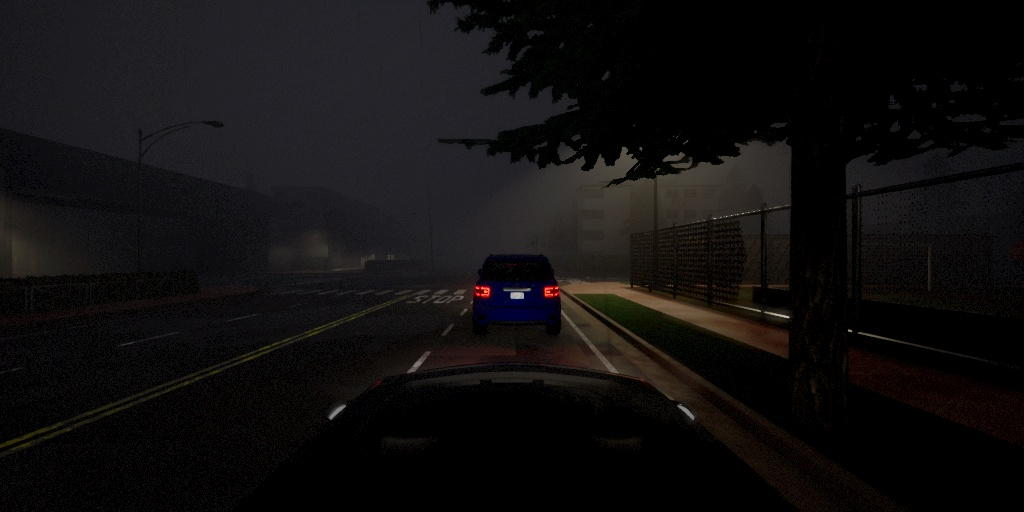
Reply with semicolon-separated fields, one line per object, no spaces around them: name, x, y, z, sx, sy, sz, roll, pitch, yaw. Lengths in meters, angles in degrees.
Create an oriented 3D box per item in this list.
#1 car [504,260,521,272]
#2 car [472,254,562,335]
car;0.061;1.241;46.453;2.128;1.511;4.902;0;0;-1
car;0.123;0.972;10.622;2.150;2.045;5.566;0;0;0
